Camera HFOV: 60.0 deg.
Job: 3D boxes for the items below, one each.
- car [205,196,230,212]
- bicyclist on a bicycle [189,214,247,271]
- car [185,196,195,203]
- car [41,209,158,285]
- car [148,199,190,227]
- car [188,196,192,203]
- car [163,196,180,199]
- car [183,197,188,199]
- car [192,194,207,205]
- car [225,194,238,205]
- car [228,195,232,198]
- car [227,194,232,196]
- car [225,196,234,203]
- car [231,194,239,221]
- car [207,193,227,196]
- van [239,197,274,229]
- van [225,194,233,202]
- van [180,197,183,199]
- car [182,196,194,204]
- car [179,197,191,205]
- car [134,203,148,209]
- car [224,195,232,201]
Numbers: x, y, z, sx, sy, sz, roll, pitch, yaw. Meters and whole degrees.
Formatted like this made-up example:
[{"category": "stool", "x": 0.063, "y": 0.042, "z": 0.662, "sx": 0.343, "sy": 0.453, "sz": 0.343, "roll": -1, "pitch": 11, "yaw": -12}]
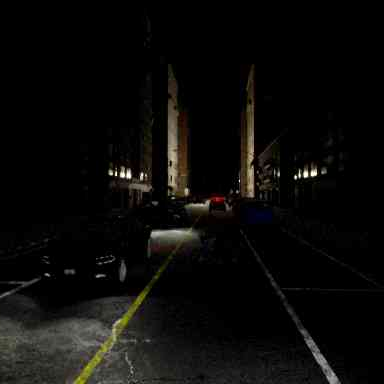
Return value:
[{"category": "car", "x": 2.904, "y": 1.506, "z": 38.069, "sx": 2.128, "sy": 1.511, "sz": 4.902, "roll": 0, "pitch": 0, "yaw": 4}, {"category": "bicyclist on a bicycle", "x": 0.722, "y": 1.455, "z": 9.417, "sx": 1.656, "sy": 1.620, "sz": 0.582, "roll": -2, "pitch": 0, "yaw": 4}, {"category": "car", "x": -0.379, "y": 1.576, "z": 73.028, "sx": 1.887, "sy": 1.381, "sz": 4.507, "roll": 1, "pitch": 0, "yaw": 4}, {"category": "car", "x": -2.481, "y": 1.480, "z": 9.762, "sx": 1.882, "sy": 1.535, "sz": 5.008, "roll": 0, "pitch": 0, "yaw": 5}, {"category": "car", "x": -1.447, "y": 1.484, "z": 23.082, "sx": 1.882, "sy": 1.535, "sz": 5.008, "roll": 0, "pitch": 0, "yaw": 4}, {"category": "car", "x": -1.682, "y": 1.574, "z": 56.059, "sx": 2.008, "sy": 1.369, "sz": 4.403, "roll": 1, "pitch": 0, "yaw": 4}, {"category": "car", "x": -2.984, "y": 1.454, "z": 39.090, "sx": 1.967, "sy": 1.590, "sz": 4.097, "roll": 1, "pitch": 0, "yaw": 4}, {"category": "car", "x": -2.117, "y": 1.602, "z": 50.403, "sx": 1.802, "sy": 1.307, "sz": 4.206, "roll": 1, "pitch": 0, "yaw": 4}, {"category": "car", "x": 1.295, "y": 1.589, "z": 58.651, "sx": 1.994, "sy": 1.385, "sz": 4.181, "roll": 0, "pitch": 0, "yaw": 5}, {"category": "car", "x": 7.255, "y": 1.342, "z": 61.059, "sx": 2.192, "sy": 1.841, "sz": 5.009, "roll": 1, "pitch": 0, "yaw": 4}, {"category": "car", "x": 6.383, "y": 1.586, "z": 49.745, "sx": 1.947, "sy": 1.339, "sz": 4.313, "roll": 1, "pitch": 0, "yaw": 4}, {"category": "car", "x": 6.831, "y": 1.549, "z": 55.571, "sx": 1.752, "sy": 1.417, "sz": 4.829, "roll": 1, "pitch": 0, "yaw": 4}, {"category": "car", "x": 8.135, "y": 1.557, "z": 72.541, "sx": 1.752, "sy": 1.417, "sz": 4.829, "roll": 1, "pitch": 0, "yaw": 4}, {"category": "car", "x": 4.648, "y": 1.323, "z": 27.118, "sx": 2.192, "sy": 1.841, "sz": 5.009, "roll": 1, "pitch": 0, "yaw": 4}, {"category": "car", "x": 3.871, "y": 1.242, "z": 50.672, "sx": 2.150, "sy": 2.045, "sz": 5.566, "roll": 0, "pitch": 0, "yaw": 4}, {"category": "van", "x": 4.214, "y": 1.347, "z": 21.462, "sx": 1.690, "sy": 1.788, "sz": 3.998, "roll": 1, "pitch": 0, "yaw": 4}, {"category": "van", "x": 8.558, "y": 1.375, "z": 78.029, "sx": 1.690, "sy": 1.788, "sz": 3.998, "roll": 1, "pitch": 0, "yaw": 4}, {"category": "van", "x": -2.549, "y": 1.358, "z": 44.747, "sx": 1.690, "sy": 1.788, "sz": 3.998, "roll": 1, "pitch": 0, "yaw": 4}, {"category": "car", "x": -0.814, "y": 1.595, "z": 67.372, "sx": 1.947, "sy": 1.339, "sz": 4.313, "roll": 1, "pitch": 0, "yaw": 4}, {"category": "car", "x": -1.248, "y": 1.592, "z": 61.716, "sx": 1.947, "sy": 1.339, "sz": 4.313, "roll": 1, "pitch": 0, "yaw": 4}, {"category": "car", "x": -3.854, "y": 1.590, "z": 27.778, "sx": 1.802, "sy": 1.307, "sz": 4.206, "roll": 1, "pitch": 0, "yaw": 4}, {"category": "car", "x": 9.004, "y": 1.561, "z": 83.855, "sx": 1.752, "sy": 1.417, "sz": 4.829, "roll": 1, "pitch": 0, "yaw": 4}]
